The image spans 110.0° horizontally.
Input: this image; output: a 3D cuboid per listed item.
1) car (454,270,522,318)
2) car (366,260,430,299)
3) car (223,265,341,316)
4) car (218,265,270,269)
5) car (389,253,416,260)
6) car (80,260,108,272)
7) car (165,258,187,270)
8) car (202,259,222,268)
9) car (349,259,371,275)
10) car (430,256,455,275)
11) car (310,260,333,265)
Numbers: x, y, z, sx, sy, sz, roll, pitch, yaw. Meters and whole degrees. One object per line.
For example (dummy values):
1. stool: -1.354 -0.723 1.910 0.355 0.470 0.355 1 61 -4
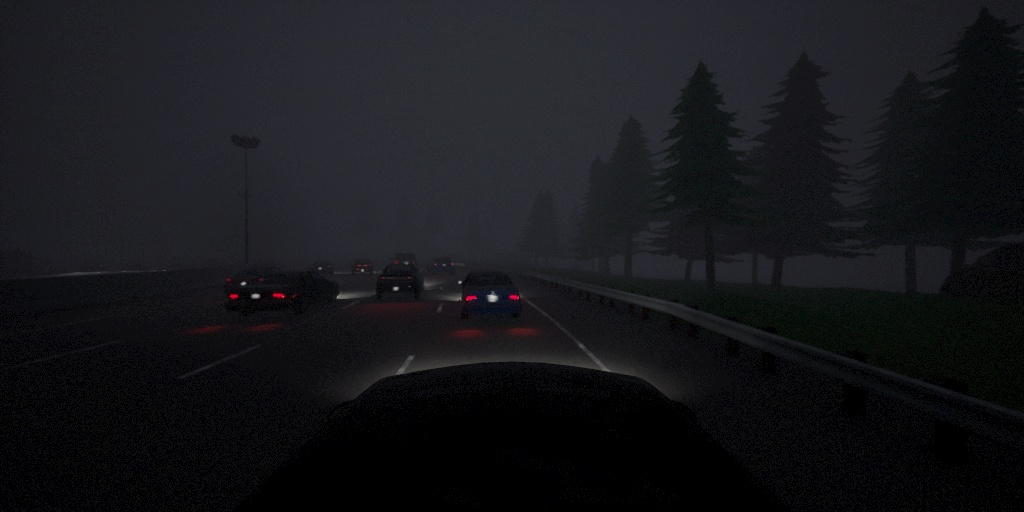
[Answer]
1. car: -0.872 1.204 12.523 2.033 1.411 5.357 0 1 -8
2. car: -5.281 1.120 17.300 2.128 1.511 4.902 0 1 -11
3. car: -8.007 1.222 13.119 2.033 1.411 5.357 0 1 -9
4. car: -12.675 1.208 18.348 1.994 1.385 4.181 0 1 -13
5. car: -10.269 0.719 33.801 2.150 2.045 5.566 0 0 -22
6. car: -48.836 1.160 41.946 1.895 1.301 4.718 -1 1 -44
7. car: -43.340 1.022 46.277 1.812 1.442 4.674 -1 1 -44
8. car: -40.577 1.032 48.439 1.994 1.385 4.181 -1 1 -43
9. car: -14.363 1.012 34.307 1.837 1.490 4.892 0 0 -24
10. car: -7.019 0.829 34.916 2.097 1.767 4.553 0 1 -22
11. car: -18.110 1.086 34.094 1.994 1.385 4.181 0 1 -25
